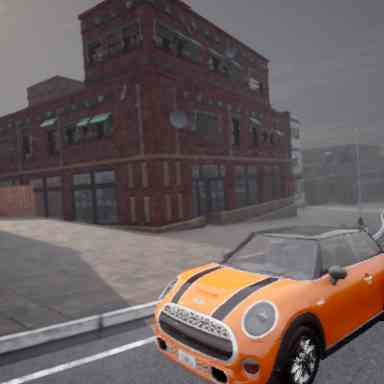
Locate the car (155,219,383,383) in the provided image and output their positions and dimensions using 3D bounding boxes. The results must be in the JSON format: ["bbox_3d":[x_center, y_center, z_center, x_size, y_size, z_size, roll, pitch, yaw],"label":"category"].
[{"bbox_3d":[1.616,1.389,5.432,4.553,1.767,2.097,0,-1,-42],"label":"car"}]
